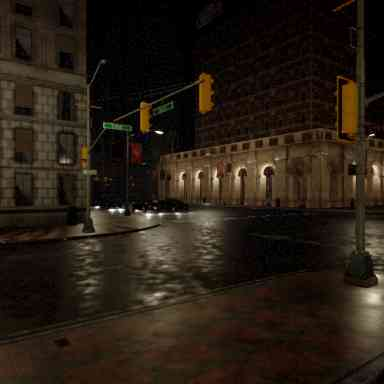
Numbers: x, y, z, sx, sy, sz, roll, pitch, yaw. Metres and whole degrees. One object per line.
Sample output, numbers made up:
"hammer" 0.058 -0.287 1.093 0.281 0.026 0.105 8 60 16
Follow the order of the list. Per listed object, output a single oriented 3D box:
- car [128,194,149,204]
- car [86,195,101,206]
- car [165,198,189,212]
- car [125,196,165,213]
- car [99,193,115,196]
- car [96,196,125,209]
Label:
"car" -9.982 1.352 62.357 2.097 1.767 4.553 0 0 -35
"car" -16.990 1.478 53.987 1.882 1.535 5.008 0 0 -35
"car" -2.273 1.478 39.231 1.882 1.535 5.008 0 0 -36
"car" -5.318 1.505 37.467 1.837 1.490 4.892 0 0 -36
"car" -14.117 1.221 56.016 2.150 2.045 5.566 0 0 -35
"car" -11.124 1.564 45.597 1.994 1.385 4.181 0 0 -35
